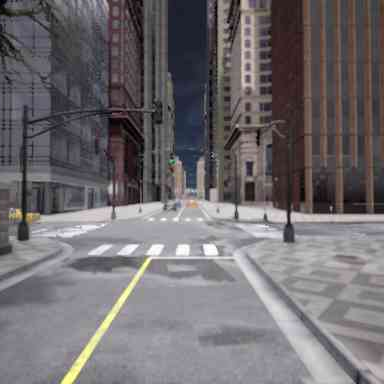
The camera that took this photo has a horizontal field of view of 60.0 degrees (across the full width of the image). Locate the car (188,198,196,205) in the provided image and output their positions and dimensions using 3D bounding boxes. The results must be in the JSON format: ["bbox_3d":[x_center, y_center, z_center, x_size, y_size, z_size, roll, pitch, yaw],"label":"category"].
[{"bbox_3d":[-0.029,2.245,79.428,1.882,1.535,5.008,0,-1,0],"label":"car"}]

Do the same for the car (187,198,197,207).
[{"bbox_3d":[-0.024,2.099,69.362,2.097,1.767,4.553,0,-1,0],"label":"car"}]

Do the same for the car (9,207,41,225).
[{"bbox_3d":[-14.761,1.880,26.745,4.829,1.417,1.752,0,-2,0],"label":"car"}]

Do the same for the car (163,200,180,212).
[{"bbox_3d":[-3.096,2.020,47.048,1.812,1.442,4.674,0,0,0],"label":"car"}]

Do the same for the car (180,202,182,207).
[{"bbox_3d":[-3.041,2.207,63.609,1.812,1.442,4.674,0,-1,0],"label":"car"}]
